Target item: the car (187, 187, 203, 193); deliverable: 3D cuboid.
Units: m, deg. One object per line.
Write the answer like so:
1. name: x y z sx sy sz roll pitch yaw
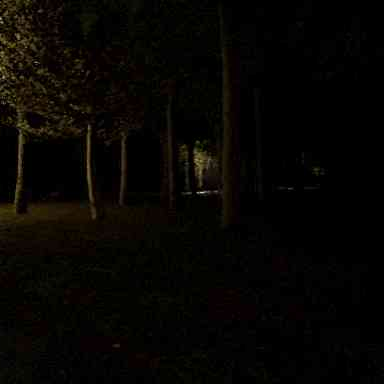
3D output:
1. car: 0.865 -0.627 88.074 2.033 1.411 5.357 -2 1 34

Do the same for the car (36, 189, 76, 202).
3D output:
1. car: -18.825 0.677 46.901 1.895 1.301 4.718 -2 0 34

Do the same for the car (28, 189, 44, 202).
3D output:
1. car: -24.091 0.617 51.609 2.150 2.045 5.566 -2 1 34
